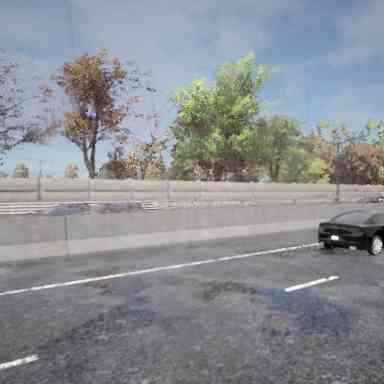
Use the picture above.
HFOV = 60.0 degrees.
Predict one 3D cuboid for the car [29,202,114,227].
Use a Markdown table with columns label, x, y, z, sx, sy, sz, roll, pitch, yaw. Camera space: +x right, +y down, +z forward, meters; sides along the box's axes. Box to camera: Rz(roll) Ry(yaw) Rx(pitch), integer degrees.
| label | x | y | z | sx | sy | sz | roll | pitch | yaw |
| --- | --- | --- | --- | --- | --- | --- | --- | --- | --- |
| car | -8.522 | 1.529 | 23.715 | 5.357 | 1.411 | 2.033 | 0 | 0 | -36 |

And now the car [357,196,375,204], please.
| label | x | y | z | sx | sy | sz | roll | pitch | yaw |
| --- | --- | --- | --- | --- | --- | --- | --- | --- | --- |
| car | 25.903 | 1.417 | 48.250 | 4.892 | 1.490 | 1.837 | 0 | 0 | -35 |

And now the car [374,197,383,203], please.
| label | x | y | z | sx | sy | sz | roll | pitch | yaw |
| --- | --- | --- | --- | --- | --- | --- | --- | --- | --- |
| car | 27.355 | 1.460 | 44.992 | 5.357 | 1.411 | 2.033 | 0 | 0 | -35 |

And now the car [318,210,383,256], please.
| label | x | y | z | sx | sy | sz | roll | pitch | yaw |
| --- | --- | --- | --- | --- | --- | --- | --- | --- | --- |
| car | 7.007 | 1.447 | 13.051 | 5.008 | 1.535 | 1.882 | 0 | 0 | -36 |

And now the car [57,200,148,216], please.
| label | x | y | z | sx | sy | sz | roll | pitch | yaw |
| --- | --- | --- | --- | --- | --- | --- | --- | --- | --- |
| car | -4.522 | 1.334 | 17.966 | 4.553 | 1.767 | 2.097 | 0 | 0 | -36 |

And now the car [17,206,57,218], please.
| label | x | y | z | sx | sy | sz | roll | pitch | yaw |
| --- | --- | --- | --- | --- | --- | --- | --- | --- | --- |
| car | -7.707 | 1.533 | 19.994 | 5.357 | 1.411 | 2.033 | 0 | 0 | -35 |
